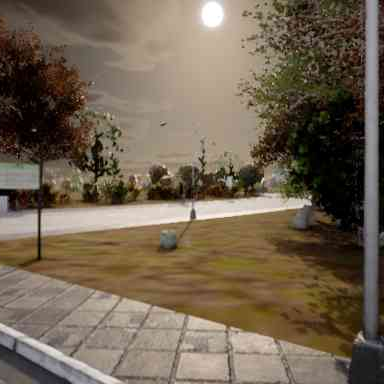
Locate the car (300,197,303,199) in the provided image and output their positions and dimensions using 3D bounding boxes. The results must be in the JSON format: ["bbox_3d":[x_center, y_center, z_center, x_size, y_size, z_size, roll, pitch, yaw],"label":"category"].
[{"bbox_3d":[27.794,1.106,83.124,1.895,1.301,4.718,0,1,21],"label":"car"}]
